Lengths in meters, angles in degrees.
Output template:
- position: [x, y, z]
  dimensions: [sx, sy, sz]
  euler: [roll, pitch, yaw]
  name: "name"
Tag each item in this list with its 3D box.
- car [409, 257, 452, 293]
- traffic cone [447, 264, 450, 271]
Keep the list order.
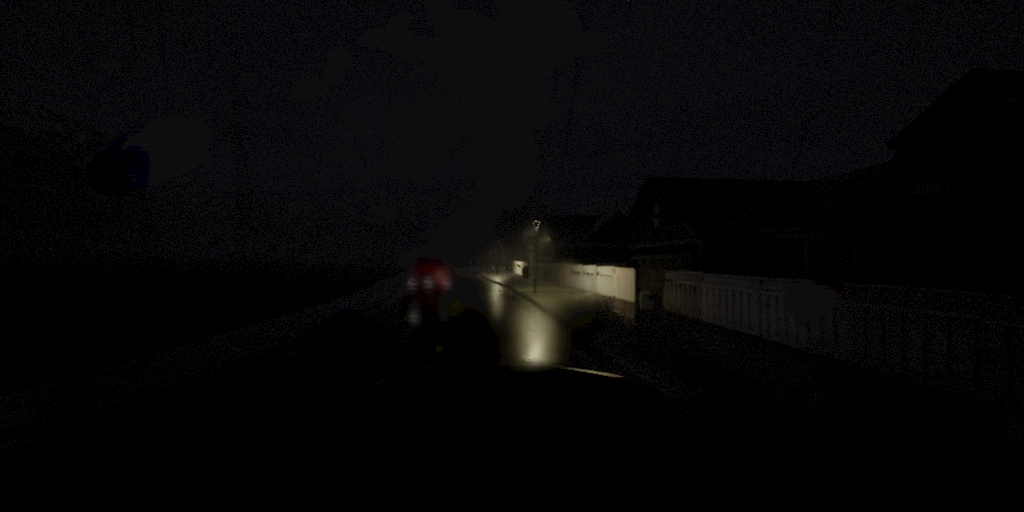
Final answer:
- position: [-4.913, 1.061, 21.819]
  dimensions: [2.150, 2.045, 5.566]
  euler: [0, 0, -10]
  name: "car"
- position: [-9.983, 2.047, 57.187]
  dimensions: [0.340, 0.580, 0.340]
  euler: [0, 0, 2]
  name: "traffic cone"
